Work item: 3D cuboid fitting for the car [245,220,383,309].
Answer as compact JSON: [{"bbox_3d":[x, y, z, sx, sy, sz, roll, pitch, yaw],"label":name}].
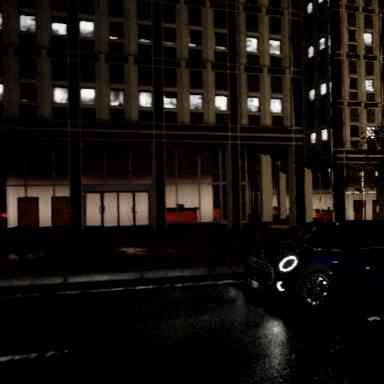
[{"bbox_3d":[3.594,1.475,7.998,4.553,1.767,2.097,0,-1,-14],"label":"car"}]
